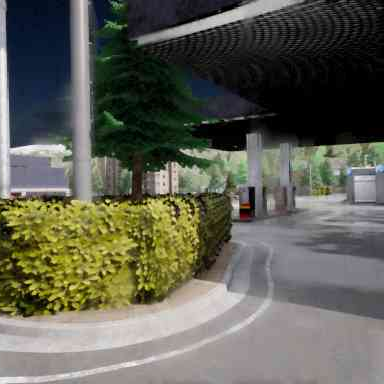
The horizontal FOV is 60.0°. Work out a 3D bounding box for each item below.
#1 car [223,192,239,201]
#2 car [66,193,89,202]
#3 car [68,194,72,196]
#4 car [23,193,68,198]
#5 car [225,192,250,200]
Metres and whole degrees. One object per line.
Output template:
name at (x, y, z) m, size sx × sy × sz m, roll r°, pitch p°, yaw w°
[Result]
car at (7.405, 0.851, 63.928) m, size 5.027 × 1.636 × 2.152 m, roll -1°, pitch 1°, yaw 35°
car at (-22.926, 1.103, 66.494) m, size 4.605 × 1.855 × 1.932 m, roll -1°, pitch 1°, yaw 35°
car at (-24.271, 1.124, 63.885) m, size 3.866 × 1.878 × 1.905 m, roll -1°, pitch 1°, yaw 35°
car at (-14.795, 1.183, 33.599) m, size 3.866 × 1.878 × 1.905 m, roll -1°, pitch 1°, yaw 35°
car at (9.177, 0.812, 66.517) m, size 4.514 × 1.523 × 2.007 m, roll -1°, pitch 1°, yaw 35°
